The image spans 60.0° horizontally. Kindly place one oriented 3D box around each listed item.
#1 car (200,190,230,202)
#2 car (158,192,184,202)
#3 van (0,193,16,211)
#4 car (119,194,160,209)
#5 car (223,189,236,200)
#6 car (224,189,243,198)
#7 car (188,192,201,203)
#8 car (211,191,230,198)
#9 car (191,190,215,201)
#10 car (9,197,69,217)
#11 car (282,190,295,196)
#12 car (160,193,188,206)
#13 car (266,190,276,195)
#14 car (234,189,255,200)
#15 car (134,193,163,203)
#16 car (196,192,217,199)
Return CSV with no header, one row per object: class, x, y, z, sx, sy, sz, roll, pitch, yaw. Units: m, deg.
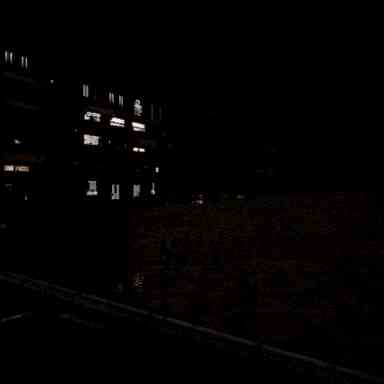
car,3.419,0.874,50.691,2.008,1.369,4.403,2,2,35
car,-3.471,0.806,55.461,2.008,1.369,4.403,2,2,35
van,-19.317,1.033,32.561,1.690,1.788,3.998,2,2,35
car,-6.091,1.130,36.954,1.887,1.381,4.507,2,2,35
car,7.361,0.392,61.126,2.150,2.045,5.566,1,1,35
car,9.211,0.225,73.770,2.192,1.841,5.009,2,2,35
car,-1.177,0.984,48.798,1.895,1.301,4.718,1,1,35
car,5.942,0.524,69.057,1.752,1.417,4.829,2,2,35
car,2.048,0.591,58.724,2.097,1.767,4.553,1,1,35
car,-12.429,1.326,27.798,1.947,1.339,4.313,2,2,35
car,23.115,0.256,79.741,1.882,1.535,5.008,1,1,35
car,-2.921,1.048,41.533,2.008,1.369,4.403,2,2,35
car,21.887,0.113,92.091,1.887,1.381,4.507,2,2,35
car,9.856,0.673,59.988,1.752,1.417,4.829,2,2,35
car,-6.641,0.908,50.882,1.947,1.339,4.313,2,2,35
car,2.869,0.648,64.619,1.947,1.339,4.313,2,2,35
